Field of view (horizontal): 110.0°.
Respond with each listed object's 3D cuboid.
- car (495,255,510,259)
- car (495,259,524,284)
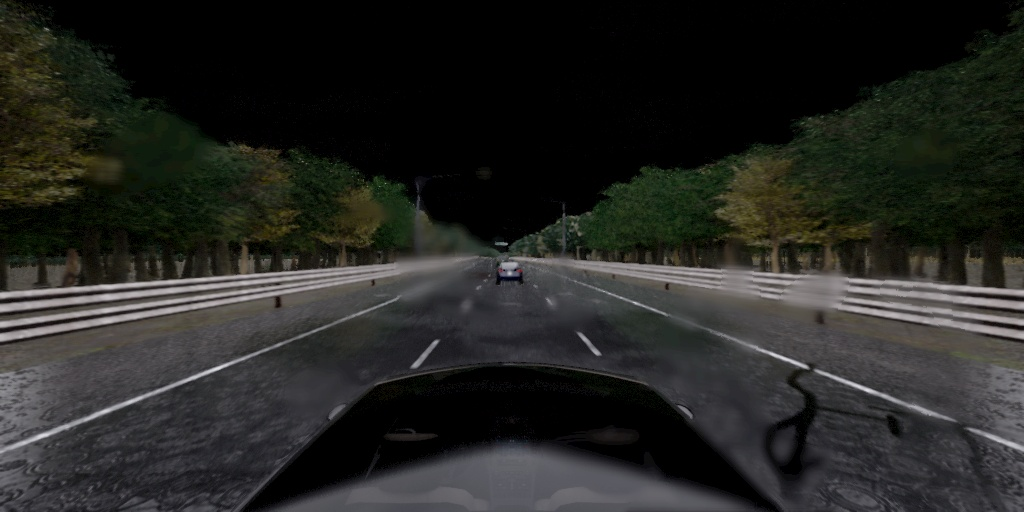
[{"bbox_3d":[-1.549,0.933,59.026,2.150,2.045,5.566,0,0,-3],"label":"car"},{"bbox_3d":[-0.201,1.236,26.874,2.163,1.488,4.792,0,0,-1],"label":"car"}]
